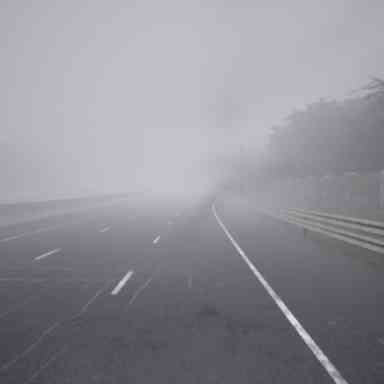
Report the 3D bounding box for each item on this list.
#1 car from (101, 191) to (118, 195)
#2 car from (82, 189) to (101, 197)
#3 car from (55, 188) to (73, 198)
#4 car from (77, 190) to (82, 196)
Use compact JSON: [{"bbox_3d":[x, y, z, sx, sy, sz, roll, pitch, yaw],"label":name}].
[{"bbox_3d":[-15.678,0.551,65.001,1.895,1.301,4.718,0,2,3],"label":"car"},{"bbox_3d":[-19.170,0.305,65.232,2.097,1.767,4.553,0,2,3],"label":"car"},{"bbox_3d":[-25.466,0.193,66.082,2.097,1.767,4.553,0,2,0],"label":"car"},{"bbox_3d":[-22.408,0.033,70.195,2.033,1.411,5.357,0,2,3],"label":"car"}]
